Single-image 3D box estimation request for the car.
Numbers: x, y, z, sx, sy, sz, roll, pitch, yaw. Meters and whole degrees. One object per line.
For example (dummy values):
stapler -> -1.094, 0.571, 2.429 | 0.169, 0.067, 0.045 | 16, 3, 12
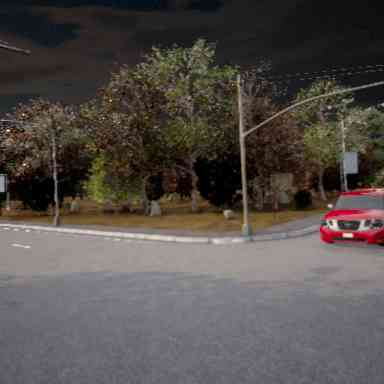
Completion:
car -> 6.980, 0.943, 13.429 | 2.150, 2.045, 5.566 | -3, 2, 39
